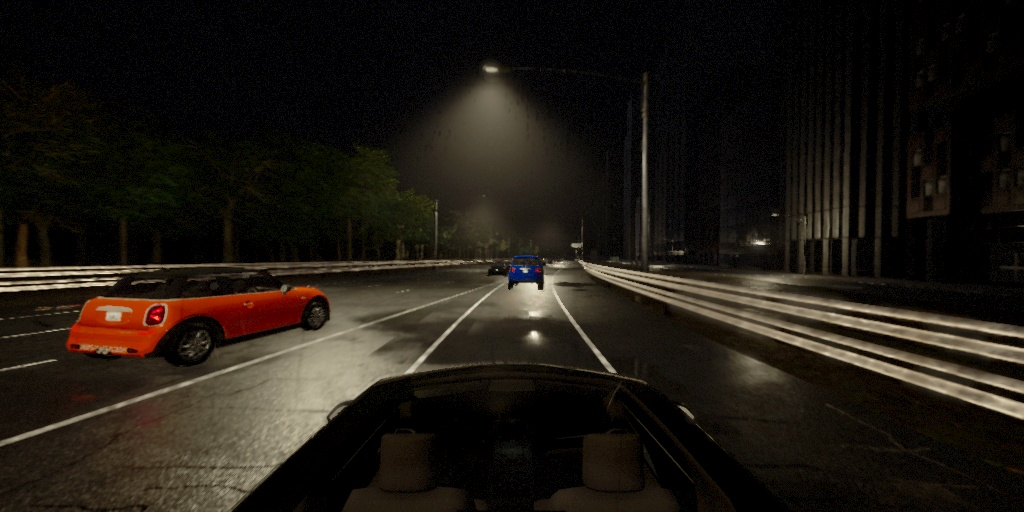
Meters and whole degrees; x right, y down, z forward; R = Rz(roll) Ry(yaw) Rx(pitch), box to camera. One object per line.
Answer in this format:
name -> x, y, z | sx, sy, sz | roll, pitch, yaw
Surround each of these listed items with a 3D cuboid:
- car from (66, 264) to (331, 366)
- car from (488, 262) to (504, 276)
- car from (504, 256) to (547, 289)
car -> -6.291, 1.035, 8.084 | 2.097, 1.767, 4.553 | 1, 0, 10
car -> -1.135, 1.349, 37.342 | 1.994, 1.385, 4.181 | 1, 0, 10
car -> 1.032, 1.003, 23.709 | 2.150, 2.045, 5.566 | 0, 0, 5
